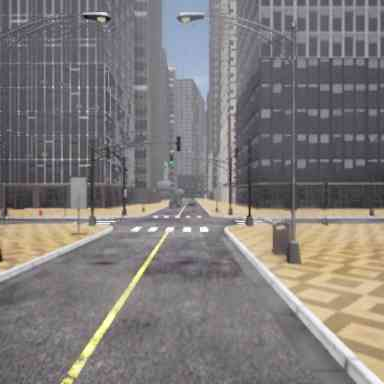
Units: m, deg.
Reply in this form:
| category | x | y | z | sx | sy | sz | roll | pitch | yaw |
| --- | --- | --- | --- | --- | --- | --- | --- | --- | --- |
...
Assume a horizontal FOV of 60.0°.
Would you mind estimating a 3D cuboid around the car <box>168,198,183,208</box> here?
| category | x | y | z | sx | sy | sz | roll | pitch | yaw |
| --- | --- | --- | --- | --- | --- | --- | --- | --- | --- |
| car | -3.010 | 2.071 | 58.062 | 1.837 | 1.490 | 4.892 | 0 | 0 | 1 |

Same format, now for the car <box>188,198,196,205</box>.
| category | x | y | z | sx | sy | sz | roll | pitch | yaw |
| --- | --- | --- | --- | --- | --- | --- | --- | --- | --- |
| car | 0.055 | 2.338 | 82.485 | 1.812 | 1.442 | 4.674 | 0 | -1 | 0 |

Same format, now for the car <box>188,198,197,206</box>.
| category | x | y | z | sx | sy | sz | roll | pitch | yaw |
| --- | --- | --- | --- | --- | --- | --- | --- | --- | --- |
| car | 0.048 | 2.253 | 72.068 | 2.033 | 1.411 | 5.357 | 0 | -1 | 0 |
